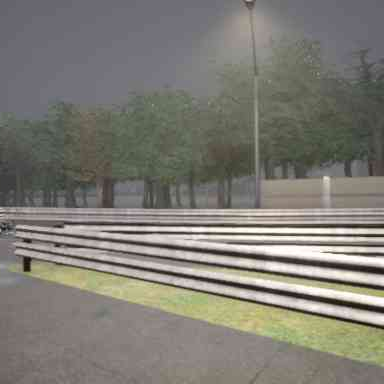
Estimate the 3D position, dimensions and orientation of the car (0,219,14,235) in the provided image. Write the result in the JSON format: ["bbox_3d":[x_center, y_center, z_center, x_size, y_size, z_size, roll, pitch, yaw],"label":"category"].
[{"bbox_3d":[-12.577,1.822,18.569,4.718,1.301,1.895,0,-1,13],"label":"car"}]
